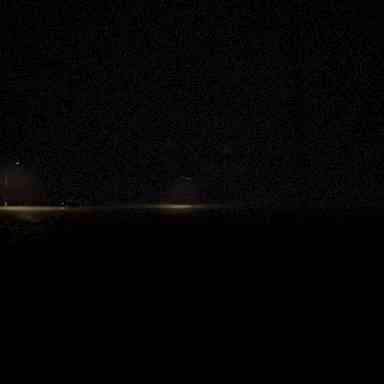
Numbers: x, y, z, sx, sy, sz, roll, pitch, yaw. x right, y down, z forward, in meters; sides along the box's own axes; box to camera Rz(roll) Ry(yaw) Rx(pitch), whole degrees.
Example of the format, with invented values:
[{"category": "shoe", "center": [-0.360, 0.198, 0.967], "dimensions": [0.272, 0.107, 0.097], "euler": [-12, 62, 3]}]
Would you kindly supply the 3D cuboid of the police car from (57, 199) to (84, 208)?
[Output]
[{"category": "police car", "center": [-23.405, 2.143, 64.179], "dimensions": [1.930, 1.638, 5.238], "euler": [1, -1, 36]}]
